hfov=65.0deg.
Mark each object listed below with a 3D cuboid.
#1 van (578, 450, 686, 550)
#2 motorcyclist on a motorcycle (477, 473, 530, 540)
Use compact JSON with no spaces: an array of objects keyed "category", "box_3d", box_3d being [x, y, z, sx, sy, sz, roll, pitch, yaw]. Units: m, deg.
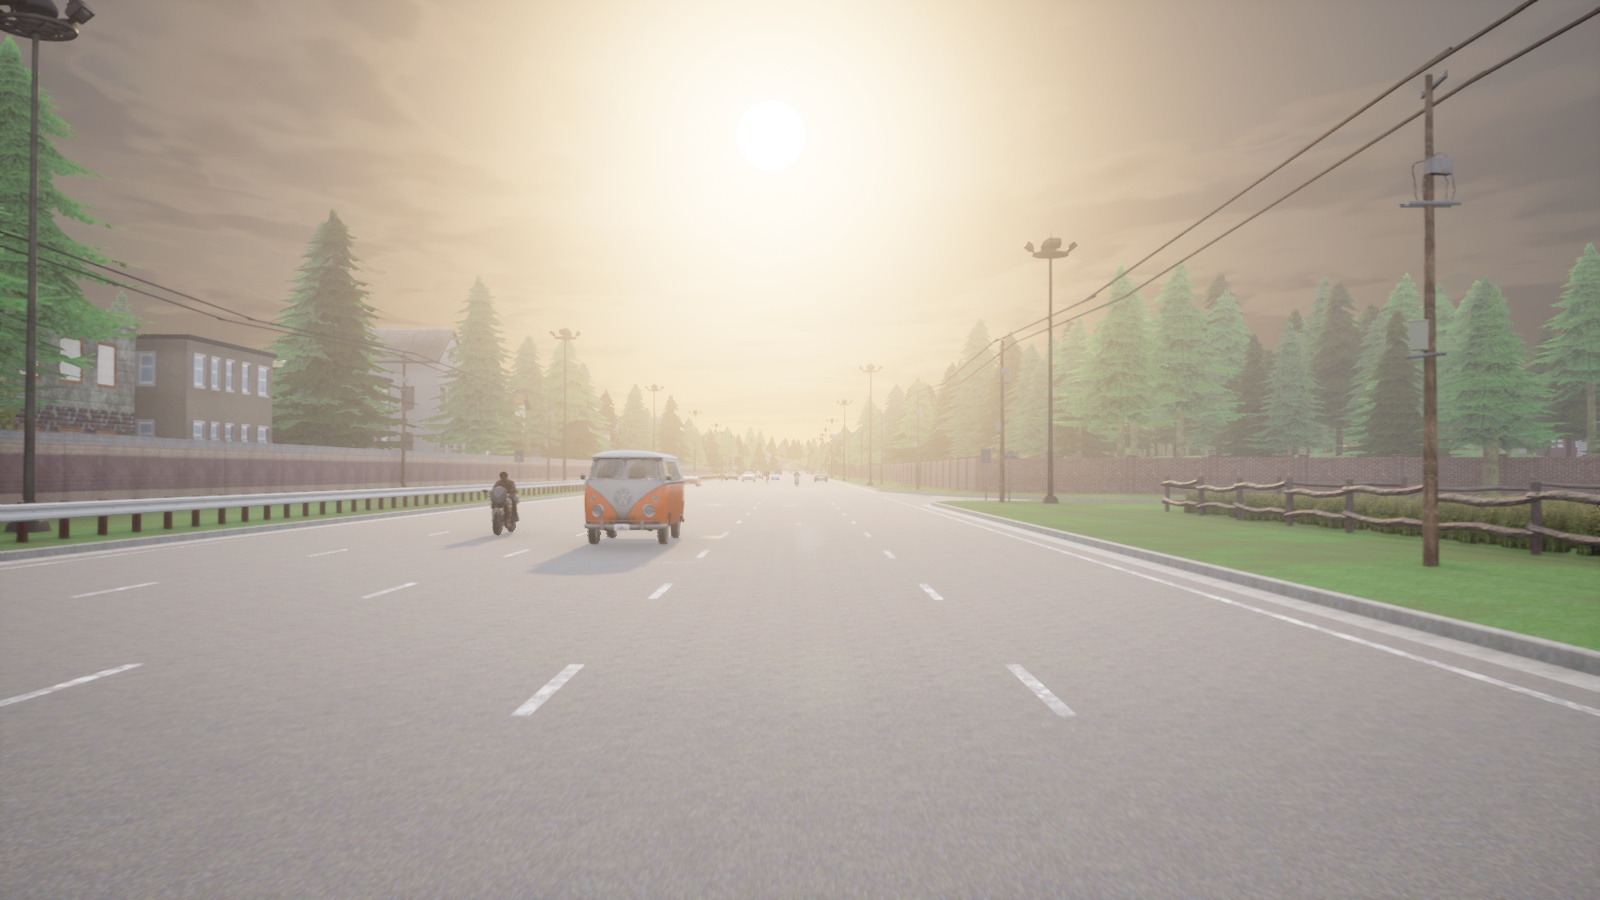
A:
[{"category":"van","box_3d":[-3.567,1.040,27.401,1.775,1.987,4.442,0,-1,0]},{"category":"motorcyclist on a motorcycle","box_3d":[-7.072,1.328,30.034,0.797,1.523,2.044,0,-1,0]}]
